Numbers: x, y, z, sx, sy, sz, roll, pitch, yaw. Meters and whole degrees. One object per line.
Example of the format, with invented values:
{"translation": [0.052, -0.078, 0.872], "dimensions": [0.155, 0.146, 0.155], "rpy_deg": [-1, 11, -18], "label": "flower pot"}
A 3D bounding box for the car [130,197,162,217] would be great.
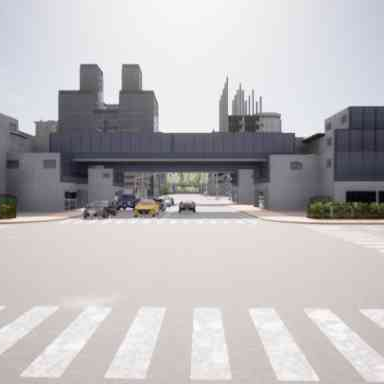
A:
{"translation": [-4.245, 1.511, 31.676], "dimensions": [1.882, 1.535, 5.008], "rpy_deg": [0, 0, 0], "label": "car"}

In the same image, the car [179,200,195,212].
{"translation": [-0.550, 1.638, 39.391], "dimensions": [1.895, 1.301, 4.718], "rpy_deg": [0, 0, 0], "label": "car"}

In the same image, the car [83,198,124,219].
{"translation": [-7.943, 1.525, 29.246], "dimensions": [2.128, 1.511, 4.902], "rpy_deg": [0, 0, 3], "label": "car"}

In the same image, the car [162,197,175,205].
{"translation": [-4.207, 1.596, 61.086], "dimensions": [2.033, 1.411, 5.357], "rpy_deg": [0, 0, 0], "label": "car"}

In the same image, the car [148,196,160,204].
{"translation": [-7.655, 1.578, 67.012], "dimensions": [1.812, 1.442, 4.674], "rpy_deg": [0, 0, 0], "label": "car"}

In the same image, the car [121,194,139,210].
{"translation": [-7.743, 1.262, 41.101], "dimensions": [2.150, 2.045, 5.566], "rpy_deg": [0, 0, 0], "label": "car"}

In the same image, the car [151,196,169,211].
{"translation": [-4.244, 1.543, 41.111], "dimensions": [1.837, 1.490, 4.892], "rpy_deg": [0, 0, 0], "label": "car"}

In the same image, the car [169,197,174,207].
{"translation": [-4.225, 1.569, 51.088], "dimensions": [1.812, 1.442, 4.674], "rpy_deg": [0, 0, 0], "label": "car"}

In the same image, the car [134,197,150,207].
{"translation": [-7.706, 1.570, 51.773], "dimensions": [1.812, 1.442, 4.674], "rpy_deg": [0, 0, 0], "label": "car"}
